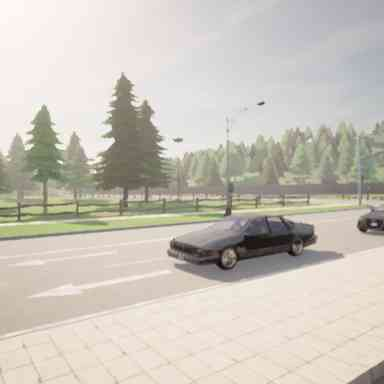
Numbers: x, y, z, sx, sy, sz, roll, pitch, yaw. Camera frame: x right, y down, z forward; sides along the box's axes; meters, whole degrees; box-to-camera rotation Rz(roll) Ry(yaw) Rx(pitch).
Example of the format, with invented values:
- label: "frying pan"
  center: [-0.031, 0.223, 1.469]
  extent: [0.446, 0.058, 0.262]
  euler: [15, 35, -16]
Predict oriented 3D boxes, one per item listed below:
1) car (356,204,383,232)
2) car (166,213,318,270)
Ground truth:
- label: "car"
  center: [10.096, 1.291, 16.615]
  extent: [4.181, 1.385, 1.994]
  euler: [-1, 1, -35]
- label: "car"
  center: [1.856, 1.429, 10.822]
  extent: [5.357, 1.411, 2.033]
  euler: [-1, 1, -35]
